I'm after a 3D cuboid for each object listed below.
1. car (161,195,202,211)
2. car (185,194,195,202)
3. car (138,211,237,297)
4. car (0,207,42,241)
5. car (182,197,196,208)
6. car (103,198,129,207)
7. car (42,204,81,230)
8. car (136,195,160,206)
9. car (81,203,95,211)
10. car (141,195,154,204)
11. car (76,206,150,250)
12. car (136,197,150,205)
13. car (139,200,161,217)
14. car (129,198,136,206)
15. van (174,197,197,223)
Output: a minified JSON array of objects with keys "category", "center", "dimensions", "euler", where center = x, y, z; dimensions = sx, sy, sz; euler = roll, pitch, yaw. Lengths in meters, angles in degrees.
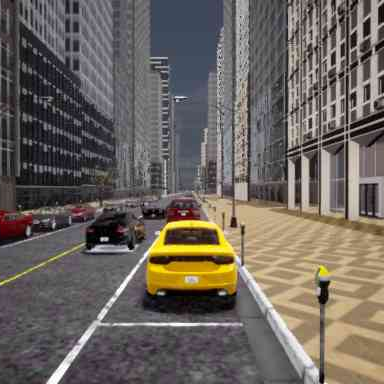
[{"category":"car","center":[-0.465,1.311,20.672],"dimensions":[2.192,1.841,5.009],"euler":[-1,0,0]},{"category":"car","center":[-0.465,1.298,77.509],"dimensions":[2.192,1.841,5.009],"euler":[-1,0,0]},{"category":"car","center":[-0.006,1.475,8.652],"dimensions":[1.882,1.535,5.008],"euler":[0,0,0]},{"category":"car","center":[-8.843,1.541,14.989],"dimensions":[1.887,1.381,4.507],"euler":[-1,0,0]},{"category":"car","center":[-0.463,1.541,49.090],"dimensions":[2.008,1.369,4.403],"euler":[-1,0,0]},{"category":"car","center":[-8.844,1.543,37.723],"dimensions":[2.008,1.369,4.403],"euler":[-1,0,0]},{"category":"car","center":[-8.844,1.547,20.672],"dimensions":[2.008,1.369,4.403],"euler":[-1,0,0]},{"category":"car","center":[-6.146,1.512,47.247],"dimensions":[2.128,1.511,4.902],"euler":[0,0,0]},{"category":"car","center":[-8.843,1.577,26.356],"dimensions":[1.802,1.307,4.206],"euler":[-1,0,0]},{"category":"car","center":[-8.845,1.426,66.141],"dimensions":[1.967,1.590,4.097],"euler":[-1,0,0]},{"category":"car","center":[-3.146,1.531,14.247],"dimensions":[1.812,1.442,4.674],"euler":[0,0,0]},{"category":"car","center":[-8.843,1.569,60.458],"dimensions":[1.802,1.307,4.206],"euler":[-1,0,0]},{"category":"car","center":[-3.146,1.612,29.277],"dimensions":[1.895,1.301,4.718],"euler":[0,0,0]},{"category":"car","center":[-8.843,1.541,49.090],"dimensions":[2.008,1.369,4.403],"euler":[-1,0,0]},{"category":"van","center":[-0.465,1.336,26.356],"dimensions":[1.690,1.788,3.998],"euler":[-1,0,0]}]
